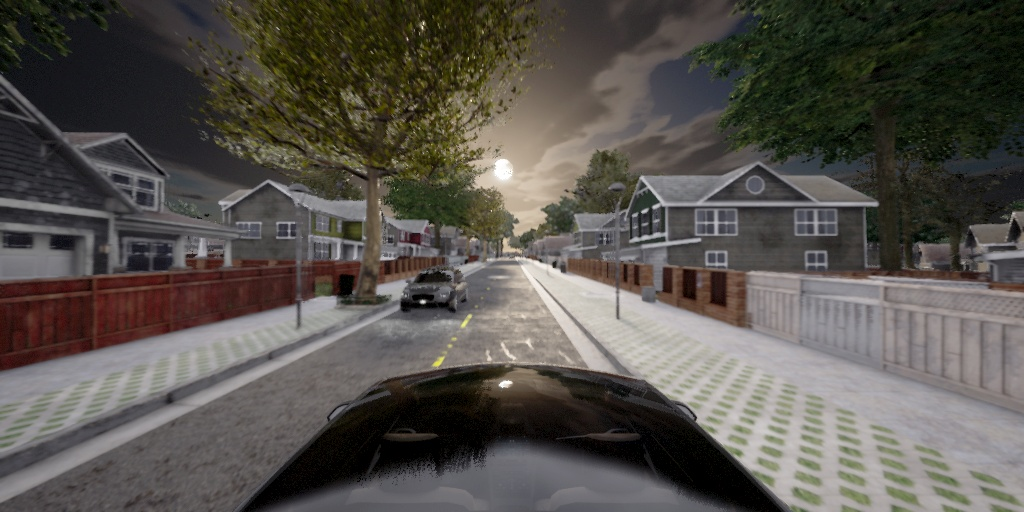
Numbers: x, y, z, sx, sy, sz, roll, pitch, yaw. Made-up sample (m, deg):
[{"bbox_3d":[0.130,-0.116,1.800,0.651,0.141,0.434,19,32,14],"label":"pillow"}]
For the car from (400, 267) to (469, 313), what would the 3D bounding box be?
[{"bbox_3d":[-2.802,1.213,13.792,1.837,1.490,4.892,0,0,0],"label":"car"}]
